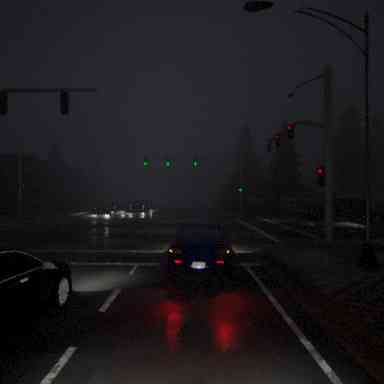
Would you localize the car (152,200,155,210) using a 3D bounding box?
[{"bbox_3d":[-7.132,2.075,54.340,1.837,1.490,4.892,0,-1,0],"label":"car"}]

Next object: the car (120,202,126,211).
[{"bbox_3d":[-10.644,2.129,50.237,1.895,1.301,4.718,0,-1,0],"label":"car"}]

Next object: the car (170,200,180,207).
[{"bbox_3d":[-3.478,2.286,68.799,1.994,1.385,4.181,0,-1,0],"label":"car"}]

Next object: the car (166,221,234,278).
[{"bbox_3d":[0.294,1.636,10.381,1.812,1.442,4.674,0,-1,3],"label":"car"}]

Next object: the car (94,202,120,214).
[{"bbox_3d":[-10.642,1.958,41.139,1.812,1.442,4.674,0,-1,0],"label":"car"}]

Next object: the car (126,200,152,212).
[{"bbox_3d":[-7.145,1.827,45.201,2.097,1.767,4.553,0,-1,0],"label":"car"}]

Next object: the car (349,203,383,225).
[{"bbox_3d":[15.886,1.826,26.453,5.357,1.411,2.033,0,-1,0],"label":"car"}]

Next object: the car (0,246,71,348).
[{"bbox_3d":[-3.428,1.561,5.034,1.837,1.490,4.892,0,0,0],"label":"car"}]

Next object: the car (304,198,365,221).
[{"bbox_3d":[13.064,1.537,29.956,5.566,2.045,2.150,0,-1,0],"label":"car"}]
